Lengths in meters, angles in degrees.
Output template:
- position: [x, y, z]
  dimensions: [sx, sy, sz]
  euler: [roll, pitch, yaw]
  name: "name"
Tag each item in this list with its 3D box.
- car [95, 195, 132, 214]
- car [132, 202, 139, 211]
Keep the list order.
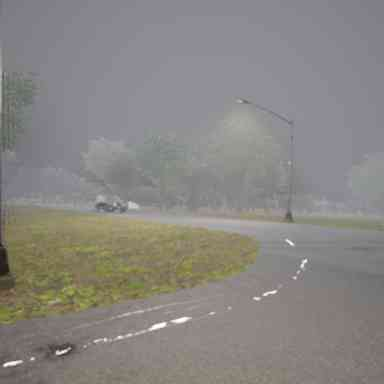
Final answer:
- position: [-9.470, 1.377, 38.460]
  dimensions: [2.150, 2.045, 5.566]
  euler: [4, -3, -35]
  name: "car"
- position: [-9.704, 2.196, 50.967]
  dimensions: [1.812, 1.442, 4.674]
  euler: [4, -3, -35]
  name: "car"
